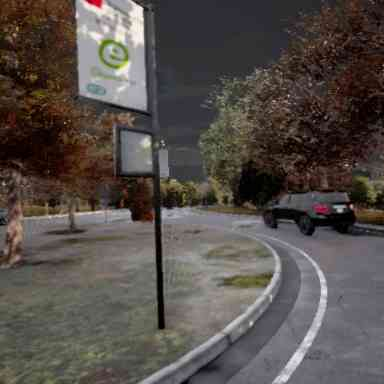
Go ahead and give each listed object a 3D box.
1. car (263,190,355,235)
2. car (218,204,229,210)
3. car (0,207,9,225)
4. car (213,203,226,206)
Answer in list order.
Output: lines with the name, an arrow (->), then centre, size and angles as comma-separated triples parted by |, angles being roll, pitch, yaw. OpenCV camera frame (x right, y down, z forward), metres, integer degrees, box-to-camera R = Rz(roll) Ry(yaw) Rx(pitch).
car -> 5.769, 0.962, 17.190 | 2.150, 2.045, 5.566 | -2, -1, -16
car -> 8.539, 3.990, 90.368 | 2.033, 1.411, 5.357 | -2, -4, 14
car -> -16.559, 1.974, 27.142 | 4.902, 1.511, 2.128 | -2, 0, -24
car -> 6.217, 3.424, 80.620 | 2.128, 1.511, 4.902 | -2, -4, 13
